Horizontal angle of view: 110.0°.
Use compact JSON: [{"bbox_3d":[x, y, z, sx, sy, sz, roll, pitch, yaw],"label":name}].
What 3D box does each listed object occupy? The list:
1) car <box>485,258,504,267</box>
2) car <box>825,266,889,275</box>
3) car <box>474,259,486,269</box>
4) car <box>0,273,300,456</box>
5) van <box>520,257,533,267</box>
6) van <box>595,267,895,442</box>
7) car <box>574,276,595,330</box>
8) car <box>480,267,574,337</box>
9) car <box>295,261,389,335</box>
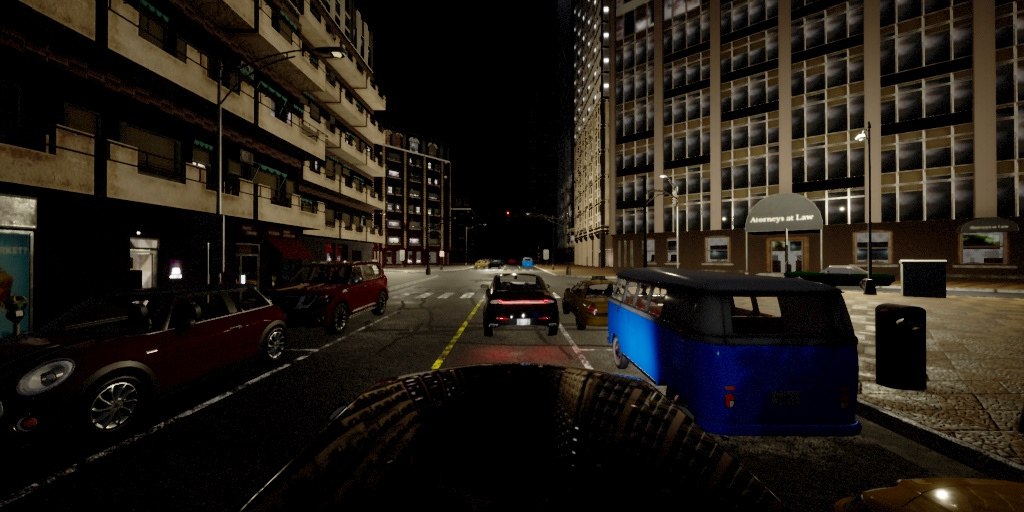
[{"bbox_3d":[-2.804,1.426,58.826,1.895,1.301,4.718,0,0,2],"label":"car"},{"bbox_3d":[18.313,1.194,20.455,4.718,1.301,1.895,-1,-1,41],"label":"car"},{"bbox_3d":[-5.301,1.352,59.567,1.751,1.417,4.829,0,0,0],"label":"car"},{"bbox_3d":[-5.314,1.191,5.202,1.967,1.591,4.097,0,0,0],"label":"car"},{"bbox_3d":[2.579,1.168,59.735,1.690,1.789,3.998,0,0,0],"label":"van"},{"bbox_3d":[2.567,1.092,5.205,1.690,1.789,3.998,0,0,0],"label":"van"},{"bbox_3d":[2.568,1.279,10.912,1.751,1.417,4.829,0,0,0],"label":"car"},{"bbox_3d":[0.135,1.245,10.347,2.128,1.511,4.902,0,0,-3],"label":"car"},{"bbox_3d":[-5.312,1.068,10.737,2.192,1.841,5.009,0,0,0],"label":"car"}]
